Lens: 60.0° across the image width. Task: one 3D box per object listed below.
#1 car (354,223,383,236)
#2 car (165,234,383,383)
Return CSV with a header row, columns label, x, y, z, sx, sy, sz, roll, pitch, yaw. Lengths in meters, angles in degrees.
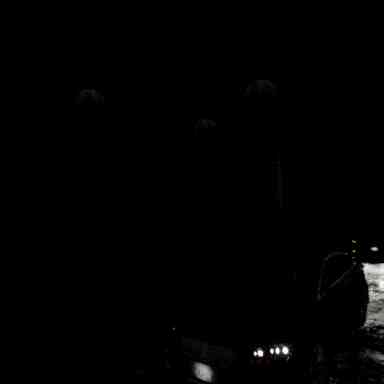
label,x,y,z,sx,sy,sz,roll,pitch,yaw
car,8.085,2.026,14.253,1.994,1.385,4.181,-2,-3,36
car,1.581,1.684,5.477,2.128,1.511,4.902,-2,-2,37
